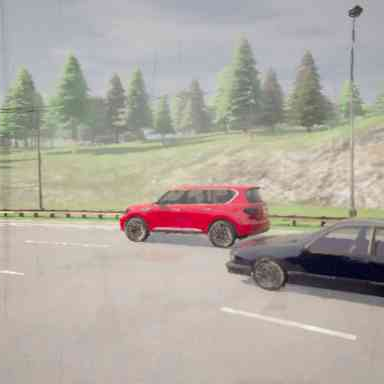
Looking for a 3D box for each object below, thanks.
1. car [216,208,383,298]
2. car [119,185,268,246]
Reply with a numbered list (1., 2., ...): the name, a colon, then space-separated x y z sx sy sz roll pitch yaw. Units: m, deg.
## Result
1. car: 3.386 1.237 6.468 5.357 1.411 2.033 0 2 31
2. car: 0.004 0.772 12.226 5.566 2.045 2.150 0 1 25
